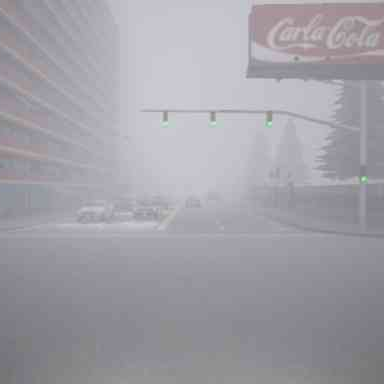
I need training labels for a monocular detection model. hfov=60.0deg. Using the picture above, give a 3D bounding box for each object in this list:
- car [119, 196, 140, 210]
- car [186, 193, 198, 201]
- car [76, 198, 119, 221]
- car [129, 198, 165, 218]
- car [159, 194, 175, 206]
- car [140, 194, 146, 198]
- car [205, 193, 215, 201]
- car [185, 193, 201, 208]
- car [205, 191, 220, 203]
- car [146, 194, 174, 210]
[{"bbox_3d":[-7.086,1.234,35.334,1.837,1.490,4.892,0,0,0],"label":"car"},{"bbox_3d":[-0.007,0.992,65.352,2.128,1.511,4.902,0,0,0],"label":"car"},{"bbox_3d":[-7.093,1.335,24.920,1.812,1.442,4.674,0,0,0],"label":"car"},{"bbox_3d":[-3.586,1.390,27.468,1.895,1.301,4.718,0,0,0],"label":"car"},{"bbox_3d":[-3.562,1.138,47.628,1.837,1.490,4.892,0,1,0],"label":"car"},{"bbox_3d":[-7.051,1.097,49.755,1.882,1.535,5.008,0,0,1],"label":"car"},{"bbox_3d":[3.493,1.025,65.290,1.812,1.442,4.674,0,0,0],"label":"car"},{"bbox_3d":[0.096,1.239,42.334,1.994,1.385,4.181,0,0,0],"label":"car"},{"bbox_3d":[3.494,0.795,55.656,2.150,2.045,5.566,0,0,0],"label":"car"},{"bbox_3d":[-3.573,1.063,37.651,2.097,1.767,4.553,0,0,0],"label":"car"}]
